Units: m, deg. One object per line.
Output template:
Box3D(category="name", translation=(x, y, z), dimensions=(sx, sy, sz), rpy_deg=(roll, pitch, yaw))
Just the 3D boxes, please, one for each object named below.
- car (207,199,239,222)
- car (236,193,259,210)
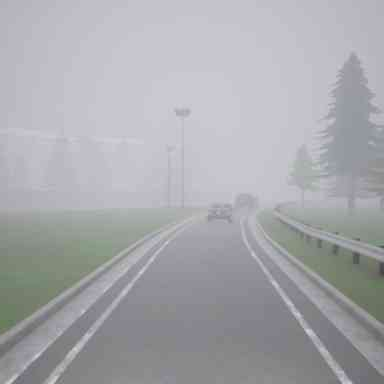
Box3D(category="car", translation=(2.322, 1.535, 26.093), dimensions=(2.033, 1.411, 5.357), rpy_deg=(0, 0, 10))
Box3D(category="car", translation=(7.006, 1.204, 42.432), dimensions=(2.150, 2.045, 5.566), rpy_deg=(0, 0, 21))
